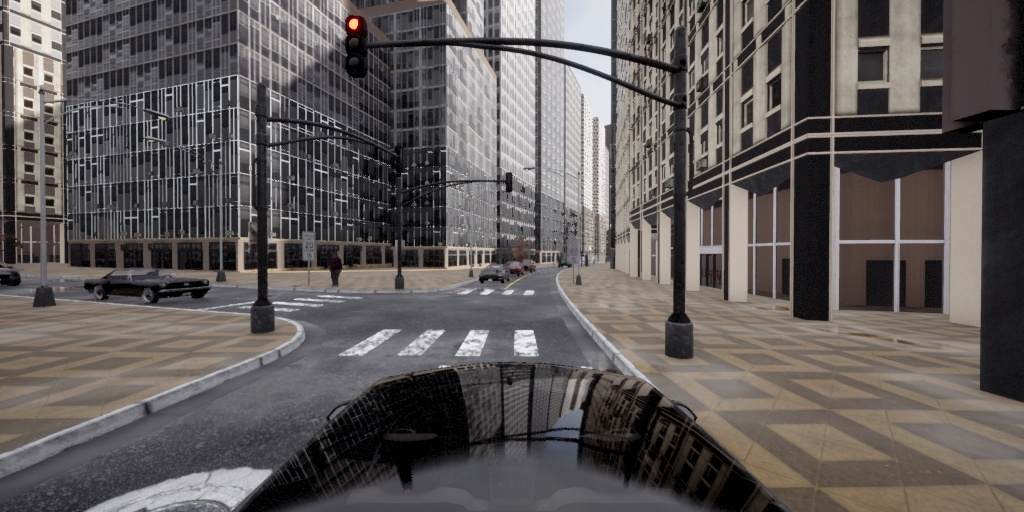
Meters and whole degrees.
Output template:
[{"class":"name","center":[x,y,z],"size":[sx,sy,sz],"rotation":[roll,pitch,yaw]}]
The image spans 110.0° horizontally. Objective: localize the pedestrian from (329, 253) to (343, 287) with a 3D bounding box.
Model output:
[{"class":"pedestrian","center":[-9.577,0.716,19.407],"size":[0.375,1.860,0.375],"rotation":[0,0,16]}]

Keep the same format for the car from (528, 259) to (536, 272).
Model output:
[{"class":"car","center":[1.885,1.220,47.511],"size":[2.097,1.767,4.553],"rotation":[0,0,11]}]

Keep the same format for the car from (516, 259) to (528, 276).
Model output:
[{"class":"car","center":[0.133,1.297,37.783],"size":[1.882,1.535,5.008],"rotation":[0,0,9]}]

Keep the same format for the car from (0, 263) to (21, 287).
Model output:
[{"class":"car","center":[-28.082,0.887,18.670],"size":[4.892,1.490,1.837],"rotation":[2,1,17]}]

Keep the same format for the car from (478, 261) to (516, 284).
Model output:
[{"class":"car","center":[-1.220,1.331,28.075],"size":[2.033,1.411,5.357],"rotation":[0,0,7]}]

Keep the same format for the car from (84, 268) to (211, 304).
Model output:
[{"class":"car","center":[-15.075,1.171,14.904],"size":[4.718,1.301,1.895],"rotation":[1,1,16]}]
